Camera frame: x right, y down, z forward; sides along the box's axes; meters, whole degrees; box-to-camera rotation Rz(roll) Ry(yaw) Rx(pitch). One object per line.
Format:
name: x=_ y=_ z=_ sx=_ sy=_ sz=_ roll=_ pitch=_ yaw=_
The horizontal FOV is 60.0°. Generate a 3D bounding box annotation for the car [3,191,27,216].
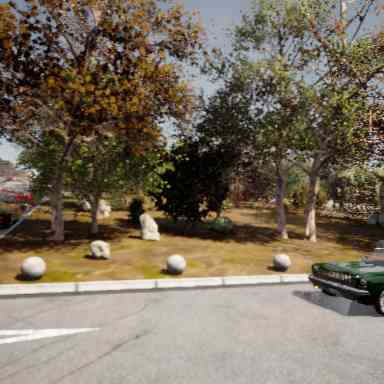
car: x=-12.791 y=0.833 z=19.147 sx=5.366 sy=1.575 sz=1.946 roll=4 pitch=0 yaw=-20

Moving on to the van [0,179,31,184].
van: x=-20.134 y=-0.114 z=40.083 sx=4.442 sy=1.987 sz=1.878 roll=4 pitch=0 yaw=-20

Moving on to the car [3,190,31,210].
car: x=-13.547 y=0.787 z=21.825 sx=4.792 sy=1.488 sz=2.163 roll=4 pitch=0 yaw=-20

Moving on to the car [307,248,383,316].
car: x=5.397 y=2.147 z=8.575 sx=4.718 sy=1.301 sz=1.895 roll=3 pitch=-2 yaw=-21

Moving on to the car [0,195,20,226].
car: x=-11.636 y=0.975 z=16.616 sx=4.792 sy=1.488 sz=2.163 roll=4 pitch=0 yaw=-20

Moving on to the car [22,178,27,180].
car: x=-28.869 y=-0.981 z=63.470 sx=5.566 sy=2.045 sz=2.435 roll=4 pitch=0 yaw=-20

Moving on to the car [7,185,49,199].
car: x=-22.201 y=-0.055 z=45.242 sx=4.792 sy=1.488 sz=2.163 roll=4 pitch=0 yaw=-20

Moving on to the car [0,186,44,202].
car: x=-19.312 y=0.235 z=37.440 sx=4.674 sy=1.452 sz=2.002 roll=4 pitch=0 yaw=-20

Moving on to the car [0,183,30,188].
car: x=-16.399 y=0.351 z=29.636 sx=4.553 sy=1.767 sz=2.185 roll=4 pitch=0 yaw=-20

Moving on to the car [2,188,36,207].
car: x=-14.533 y=0.662 z=24.416 sx=4.892 sy=1.521 sz=2.231 roll=4 pitch=0 yaw=-20

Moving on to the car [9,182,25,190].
car: x=-36.444 y=-1.304 z=69.411 sx=2.033 sy=1.411 sz=5.357 roll=4 pitch=1 yaw=-20

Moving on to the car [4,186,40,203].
car: x=-15.477 y=0.568 z=27.024 sx=5.008 sy=1.535 sz=2.097 roll=4 pitch=0 yaw=-20

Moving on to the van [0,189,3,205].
van: x=-10.799 y=0.805 z=13.961 sx=4.442 sy=1.987 sz=1.878 roll=4 pitch=0 yaw=-20

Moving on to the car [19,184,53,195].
car: x=-25.988 y=-0.450 z=55.671 sx=4.892 sy=1.521 sz=2.231 roll=4 pitch=0 yaw=-20

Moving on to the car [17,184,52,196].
car: x=-25.014 y=-0.328 z=53.075 sx=4.792 sy=1.488 sz=2.163 roll=4 pitch=0 yaw=-20

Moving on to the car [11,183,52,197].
car: x=-24.257 y=-0.283 z=50.397 sx=5.366 sy=1.575 sz=1.946 roll=4 pitch=0 yaw=-20

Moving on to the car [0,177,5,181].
car: x=-48.553 y=-2.697 z=79.256 sx=5.566 sy=2.045 sz=2.435 roll=4 pitch=1 yaw=-20

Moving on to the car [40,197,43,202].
car: x=-17.399 y=0.421 z=32.230 sx=4.674 sy=1.452 sz=2.002 roll=4 pitch=0 yaw=-20
